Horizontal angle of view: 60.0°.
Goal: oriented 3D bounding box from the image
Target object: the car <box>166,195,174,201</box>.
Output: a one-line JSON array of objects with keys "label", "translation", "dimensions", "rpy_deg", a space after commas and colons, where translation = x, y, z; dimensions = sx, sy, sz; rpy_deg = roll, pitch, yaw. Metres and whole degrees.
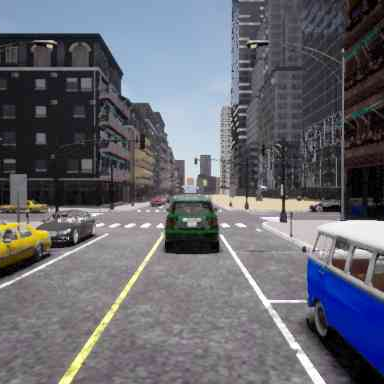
[{"label": "car", "translation": [-5.701, 1.589, 87.293], "dimensions": [1.802, 1.307, 4.206], "rpy_deg": [-1, 0, 0]}]

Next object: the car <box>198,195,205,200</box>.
[{"label": "car", "translation": [2.646, 1.554, 92.999], "dimensions": [1.887, 1.381, 4.507], "rpy_deg": [-1, 0, 0]}]

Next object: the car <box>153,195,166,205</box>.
[{"label": "car", "translation": [-5.703, 1.437, 59.048], "dimensions": [1.967, 1.590, 4.097], "rpy_deg": [-1, 0, 0]}]

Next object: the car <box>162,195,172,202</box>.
[{"label": "car", "translation": [-5.703, 1.443, 75.994], "dimensions": [1.967, 1.590, 4.097], "rpy_deg": [-1, 0, 0]}]

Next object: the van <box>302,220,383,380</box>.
[{"label": "van", "translation": [2.676, 1.338, 3.969], "dimensions": [1.690, 1.788, 3.998], "rpy_deg": [-1, 0, 0]}]

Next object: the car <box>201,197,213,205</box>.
[{"label": "car", "translation": [2.646, 1.541, 59.105], "dimensions": [1.887, 1.381, 4.507], "rpy_deg": [-1, 0, 0]}]

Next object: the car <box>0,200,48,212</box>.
[{"label": "car", "translation": [-17.884, 1.495, 35.304], "dimensions": [4.829, 1.417, 1.752], "rpy_deg": [0, 1, 0]}]

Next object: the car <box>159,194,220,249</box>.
[{"label": "car", "translation": [0.001, 1.253, 14.681], "dimensions": [2.150, 2.045, 5.566], "rpy_deg": [0, 0, 0]}]

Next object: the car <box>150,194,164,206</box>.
[{"label": "car", "translation": [-5.701, 1.540, 53.399], "dimensions": [1.887, 1.381, 4.507], "rpy_deg": [-1, 0, 0]}]

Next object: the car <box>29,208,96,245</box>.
[{"label": "car", "translation": [-5.701, 1.545, 15.333], "dimensions": [2.008, 1.369, 4.403], "rpy_deg": [-1, 0, 0]}]

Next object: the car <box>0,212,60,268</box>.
[{"label": "car", "translation": [-5.701, 1.521, 9.499], "dimensions": [1.752, 1.417, 4.829], "rpy_deg": [-1, 0, 0]}]

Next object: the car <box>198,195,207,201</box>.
[{"label": "car", "translation": [2.646, 1.556, 81.701], "dimensions": [2.008, 1.369, 4.403], "rpy_deg": [-1, 0, 0]}]

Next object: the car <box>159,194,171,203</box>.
[{"label": "car", "translation": [-5.704, 1.315, 70.347], "dimensions": [2.192, 1.841, 5.009], "rpy_deg": [-1, 0, 0]}]

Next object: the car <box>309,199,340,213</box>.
[{"label": "car", "translation": [14.674, 1.464, 35.358], "dimensions": [4.313, 1.339, 1.947], "rpy_deg": [0, 1, 0]}]
